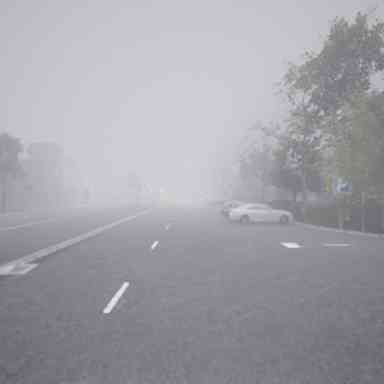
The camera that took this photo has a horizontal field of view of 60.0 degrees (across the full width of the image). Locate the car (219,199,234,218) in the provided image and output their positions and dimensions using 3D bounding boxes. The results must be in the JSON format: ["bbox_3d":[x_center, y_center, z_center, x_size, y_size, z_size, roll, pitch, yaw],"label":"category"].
[{"bbox_3d":[5.095,1.583,27.920,5.008,1.535,2.097,0,0,0],"label":"car"}]

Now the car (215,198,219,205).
[{"bbox_3d":[5.087,1.648,34.469,4.674,1.452,2.002,0,0,0],"label":"car"}]

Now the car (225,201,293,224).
[{"bbox_3d":[5.086,1.612,24.772,4.674,1.452,2.002,0,0,0],"label":"car"}]

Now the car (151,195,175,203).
[{"bbox_3d":[-7.556,1.939,83.309,5.366,1.575,1.946,0,-1,0],"label":"car"}]

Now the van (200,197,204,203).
[{"bbox_3d":[4.785,1.707,82.772,4.442,1.987,1.878,0,-1,0],"label":"van"}]

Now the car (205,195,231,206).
[{"bbox_3d":[5.124,1.573,58.806,4.553,1.767,2.185,0,0,0],"label":"car"}]

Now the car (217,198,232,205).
[{"bbox_3d":[5.084,1.596,31.194,4.892,1.521,2.231,0,0,0],"label":"car"}]

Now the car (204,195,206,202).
[{"bbox_3d":[5.051,1.752,61.975,4.674,1.452,2.002,0,0,0],"label":"car"}]

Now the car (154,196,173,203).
[{"bbox_3d":[-7.366,1.877,86.230,4.553,1.767,2.185,0,-1,-1],"label":"car"}]

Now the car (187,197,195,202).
[{"bbox_3d":[-0.231,1.982,87.348,2.033,1.411,5.357,0,-2,-1],"label":"car"}]

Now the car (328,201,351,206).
[{"bbox_3d":[21.530,1.408,47.200,4.181,1.385,1.994,-1,-3,0],"label":"car"}]

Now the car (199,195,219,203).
[{"bbox_3d":[4.777,1.957,93.943,5.566,2.045,2.435,0,-2,-1],"label":"car"}]
